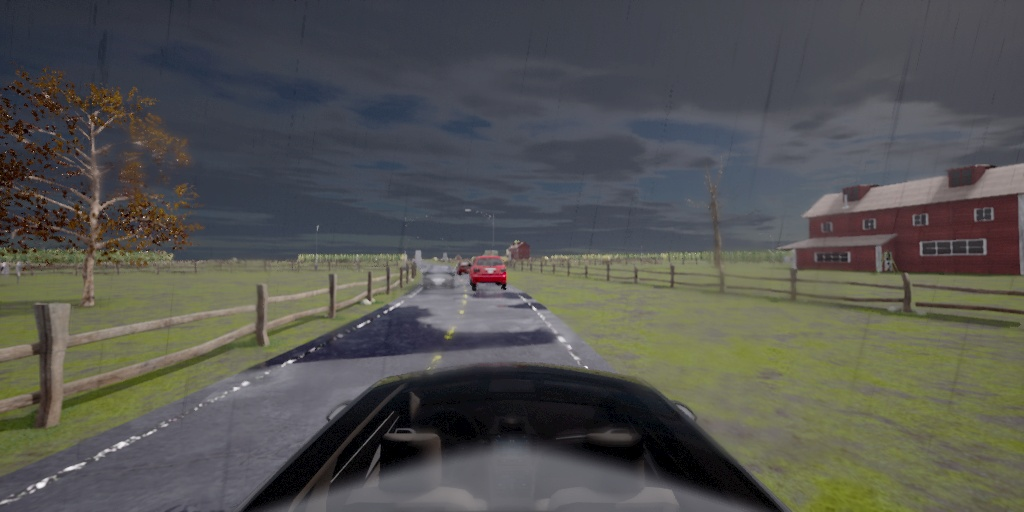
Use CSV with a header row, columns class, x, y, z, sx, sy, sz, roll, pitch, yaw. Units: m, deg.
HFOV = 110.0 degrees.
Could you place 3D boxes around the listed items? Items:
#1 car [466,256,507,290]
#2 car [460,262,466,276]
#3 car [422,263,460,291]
class,x,y,z,sx,sy,sz,roll,pitch,yaw
car,-1.681,1.042,23.703,2.150,2.045,5.566,0,0,-9
car,-5.134,1.355,39.847,1.882,1.535,5.008,0,-1,-13
car,-4.541,1.301,22.778,2.128,1.511,4.902,0,0,-9
